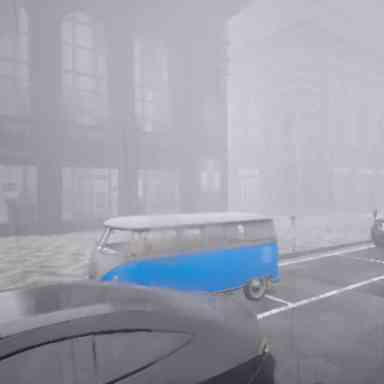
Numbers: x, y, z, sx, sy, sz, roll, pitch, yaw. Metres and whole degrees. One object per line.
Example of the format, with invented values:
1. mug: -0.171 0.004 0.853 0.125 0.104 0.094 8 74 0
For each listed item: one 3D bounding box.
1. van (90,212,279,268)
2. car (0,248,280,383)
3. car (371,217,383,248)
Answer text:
1. van: -0.037 1.323 6.626 3.998 1.788 1.690 0 0 -36
2. car: -1.355 1.525 2.411 4.674 1.442 1.812 0 0 -36
3. car: 9.139 1.245 13.174 5.009 1.841 2.192 0 0 -36
